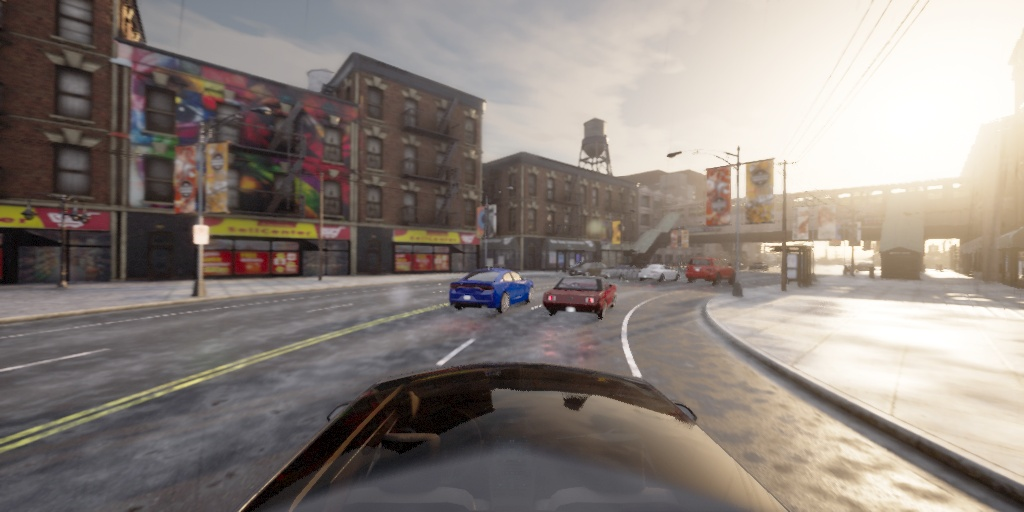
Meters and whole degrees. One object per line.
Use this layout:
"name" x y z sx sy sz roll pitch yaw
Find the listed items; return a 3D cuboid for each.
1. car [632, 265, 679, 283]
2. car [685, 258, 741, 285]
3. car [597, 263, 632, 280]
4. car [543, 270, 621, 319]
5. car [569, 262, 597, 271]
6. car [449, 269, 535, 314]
"car" 12.405 1.441 30.302 4.674 1.442 1.812 1 0 -42
"car" 16.058 1.174 28.891 5.566 2.045 2.150 1 0 -41
"car" 10.342 1.497 33.477 4.718 1.301 1.895 1 0 -41
"car" 2.704 1.393 13.251 1.895 1.301 4.718 1 0 23
"car" 7.705 1.376 35.822 4.892 1.490 1.837 1 0 -41
"car" -0.587 1.235 14.162 1.882 1.535 5.008 0 0 21
